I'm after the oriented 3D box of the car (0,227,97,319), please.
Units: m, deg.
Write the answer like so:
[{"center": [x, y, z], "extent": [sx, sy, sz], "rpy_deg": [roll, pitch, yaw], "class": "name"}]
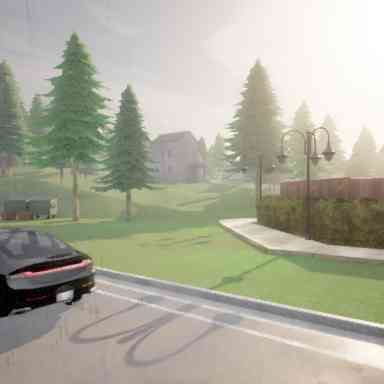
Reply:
[{"center": [-4.058, 1.492, 6.885], "extent": [4.902, 1.511, 2.128], "rpy_deg": [0, 0, 36], "class": "car"}]
